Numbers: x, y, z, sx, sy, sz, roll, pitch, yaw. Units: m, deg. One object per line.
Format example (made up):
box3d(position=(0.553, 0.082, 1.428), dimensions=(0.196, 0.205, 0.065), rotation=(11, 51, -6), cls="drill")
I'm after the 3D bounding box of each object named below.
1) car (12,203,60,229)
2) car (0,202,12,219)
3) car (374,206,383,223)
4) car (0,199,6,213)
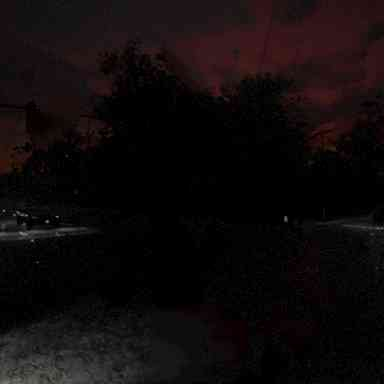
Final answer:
box3d(position=(-10.174, 1.505, 21.849), dimensions=(1.812, 1.442, 4.674), rotation=(0, 0, -39), cls="car")
box3d(position=(-15.873, 1.583, 28.952), dimensions=(1.895, 1.301, 4.718), rotation=(0, 0, -39), cls="car")
box3d(position=(14.424, 1.350, 22.865), dimensions=(5.008, 1.535, 1.882), rotation=(0, 0, -35), cls="car")
box3d(position=(-21.862, 1.549, 36.426), dimensions=(1.994, 1.385, 4.181), rotation=(0, 0, -39), cls="car")
